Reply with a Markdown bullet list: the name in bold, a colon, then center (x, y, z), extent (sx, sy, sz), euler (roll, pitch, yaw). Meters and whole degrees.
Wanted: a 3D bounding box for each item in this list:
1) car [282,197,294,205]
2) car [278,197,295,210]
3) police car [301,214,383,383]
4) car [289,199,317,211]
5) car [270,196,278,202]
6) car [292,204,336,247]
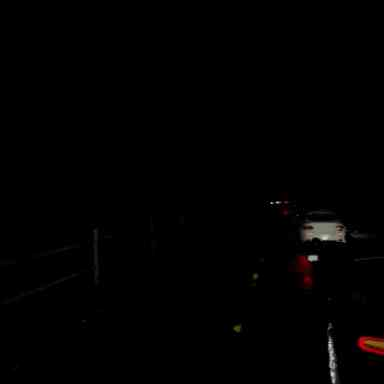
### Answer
- **car**: center (17.134, 1.535, 59.514), extent (1.895, 1.301, 4.718), euler (-2, -1, 15)
- **car**: center (12.215, 1.423, 41.633), extent (2.128, 1.511, 4.902), euler (-2, 0, 16)
- **police car**: center (2.837, 1.373, 4.903), extent (1.930, 1.638, 5.238), euler (-2, 0, 15)
- **car**: center (7.086, 1.429, 20.215), extent (1.837, 1.490, 4.892), euler (-2, 0, 15)
- **car**: center (18.938, 1.576, 76.307), extent (2.033, 1.411, 5.357), euler (-2, -1, 15)
- **car**: center (5.483, 1.458, 14.433), extent (1.812, 1.442, 4.674), euler (-2, 0, 15)
